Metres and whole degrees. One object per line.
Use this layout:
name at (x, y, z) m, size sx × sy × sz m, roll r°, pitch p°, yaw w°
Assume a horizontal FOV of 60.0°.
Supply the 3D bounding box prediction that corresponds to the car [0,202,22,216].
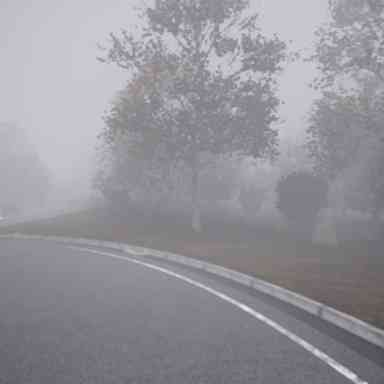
car at (-19.306, 1.732, 34.170) m, size 1.994 × 1.385 × 4.181 m, roll -1°, pitch 0°, yaw -3°

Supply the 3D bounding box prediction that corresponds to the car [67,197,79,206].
car at (-20.519, 1.612, 58.653) m, size 1.837 × 1.490 × 4.892 m, roll -1°, pitch 0°, yaw -3°

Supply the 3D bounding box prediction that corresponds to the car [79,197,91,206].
car at (-16.799, 1.551, 55.746) m, size 2.128 × 1.511 × 4.902 m, roll -1°, pitch 0°, yaw -3°
